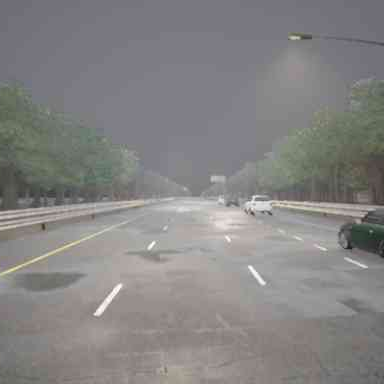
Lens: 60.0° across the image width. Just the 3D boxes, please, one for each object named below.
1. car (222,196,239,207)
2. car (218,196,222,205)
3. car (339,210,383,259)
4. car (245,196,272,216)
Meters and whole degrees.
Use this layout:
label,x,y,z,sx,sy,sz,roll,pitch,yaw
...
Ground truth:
label,x,y,z,sx,sy,sz,roll,pitch,yaw
car,7.218,1.727,60.488,2.150,2.045,5.566,0,-1,0
car,7.353,1.952,77.623,2.150,2.045,5.566,0,-1,1
car,7.011,1.381,11.708,2.097,1.767,4.553,0,0,0
car,7.081,1.428,35.834,2.150,2.045,5.566,0,-1,0
